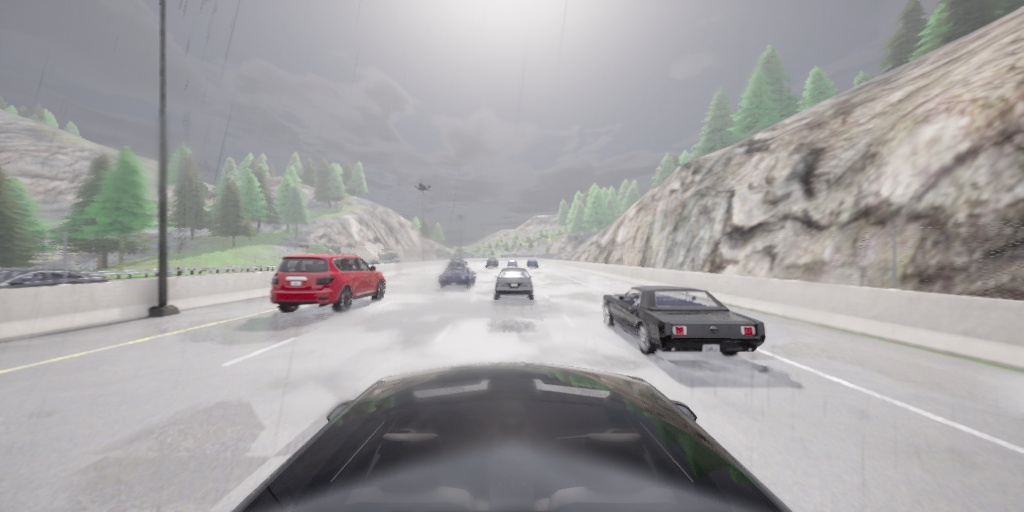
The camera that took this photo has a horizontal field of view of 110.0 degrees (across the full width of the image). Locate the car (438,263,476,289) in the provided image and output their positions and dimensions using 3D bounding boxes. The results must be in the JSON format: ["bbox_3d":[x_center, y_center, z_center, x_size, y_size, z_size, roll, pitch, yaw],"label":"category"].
[{"bbox_3d":[-3.407,1.348,23.259,1.895,1.301,4.718,0,0,0],"label":"car"}]

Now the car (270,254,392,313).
[{"bbox_3d":[-6.837,0.965,14.020,2.150,2.045,5.566,0,0,0],"label":"car"}]

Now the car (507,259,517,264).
[{"bbox_3d":[0.077,1.299,64.692,2.033,1.411,5.357,0,0,0],"label":"car"}]

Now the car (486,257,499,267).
[{"bbox_3d":[-3.412,1.100,64.048,2.097,1.767,4.553,0,0,0],"label":"car"}]

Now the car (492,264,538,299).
[{"bbox_3d":[0.089,1.298,18.022,2.033,1.411,5.357,0,0,0],"label":"car"}]

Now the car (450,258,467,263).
[{"bbox_3d":[-6.911,1.096,46.525,2.097,1.767,4.553,0,0,0],"label":"car"}]

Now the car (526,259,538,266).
[{"bbox_3d":[3.587,1.232,64.423,1.882,1.535,5.008,0,0,0],"label":"car"}]

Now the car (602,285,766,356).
[{"bbox_3d":[3.571,1.355,8.599,1.895,1.301,4.718,0,0,0],"label":"car"}]

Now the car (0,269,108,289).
[{"bbox_3d":[-17.595,1.224,12.793,2.128,1.511,4.902,0,0,0],"label":"car"}]

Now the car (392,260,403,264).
[{"bbox_3d":[-17.545,1.282,53.086,2.033,1.411,5.357,0,0,1],"label":"car"}]
